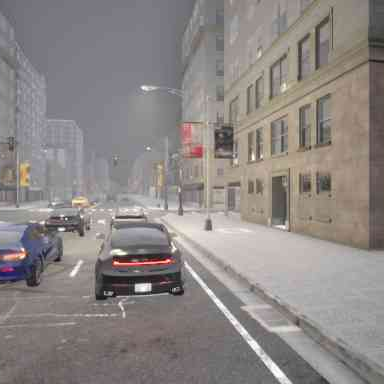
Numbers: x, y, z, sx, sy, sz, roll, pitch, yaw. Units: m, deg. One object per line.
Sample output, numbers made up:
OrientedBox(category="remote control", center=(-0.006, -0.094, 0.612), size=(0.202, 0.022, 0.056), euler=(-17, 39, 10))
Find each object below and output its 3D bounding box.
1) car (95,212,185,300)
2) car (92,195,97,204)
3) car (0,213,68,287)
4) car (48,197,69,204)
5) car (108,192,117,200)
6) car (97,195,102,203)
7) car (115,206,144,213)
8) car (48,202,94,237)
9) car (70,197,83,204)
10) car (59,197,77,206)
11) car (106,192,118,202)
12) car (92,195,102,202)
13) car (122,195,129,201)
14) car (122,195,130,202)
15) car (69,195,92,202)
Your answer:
OrientedBox(category="car", center=(-1.375, 1.507, 8.480), size=(1.837, 1.490, 4.892), euler=(0, 0, -11))
OrientedBox(category="car", center=(-18.213, 1.378, 58.037), size=(2.097, 1.767, 4.553), euler=(0, 0, -12))
OrientedBox(category="car", center=(-4.799, 1.528, 9.039), size=(1.812, 1.442, 4.674), euler=(0, 0, -11))
OrientedBox(category="car", center=(-19.614, 1.514, 48.174), size=(2.128, 1.511, 4.902), euler=(0, 0, -14))
OrientedBox(category="car", center=(-20.910, 1.122, 87.977), size=(2.150, 2.045, 5.566), euler=(0, 0, -11))
OrientedBox(category="car", center=(-20.103, 1.580, 67.646), size=(1.994, 1.385, 4.181), euler=(0, 0, -11))
OrientedBox(category="car", center=(-3.323, 1.497, 17.600), size=(2.128, 1.511, 4.902), euler=(0, 0, -11))
OrientedBox(category="car", center=(-6.618, 1.511, 18.005), size=(1.837, 1.490, 4.892), euler=(0, 0, -12))
OrientedBox(category="car", center=(-23.406, 1.623, 67.582), size=(1.895, 1.301, 4.718), euler=(0, 0, -11))
OrientedBox(category="car", center=(-21.474, 1.573, 57.742), size=(2.033, 1.411, 5.357), euler=(0, 0, -11))
OrientedBox(category="car", center=(-18.839, 1.249, 77.765), size=(2.150, 2.045, 5.566), euler=(0, 0, -11))
OrientedBox(category="car", center=(-22.107, 1.504, 77.528), size=(1.837, 1.490, 4.892), euler=(0, 0, -11))
OrientedBox(category="car", center=(-17.965, 1.507, 89.815), size=(1.882, 1.535, 5.008), euler=(0, 0, -11))
OrientedBox(category="car", center=(-15.980, 1.623, 80.021), size=(1.895, 1.301, 4.718), euler=(0, 0, -11))
OrientedBox(category="car", center=(-16.404, 1.500, 48.952), size=(1.882, 1.535, 5.008), euler=(0, 0, -11))
